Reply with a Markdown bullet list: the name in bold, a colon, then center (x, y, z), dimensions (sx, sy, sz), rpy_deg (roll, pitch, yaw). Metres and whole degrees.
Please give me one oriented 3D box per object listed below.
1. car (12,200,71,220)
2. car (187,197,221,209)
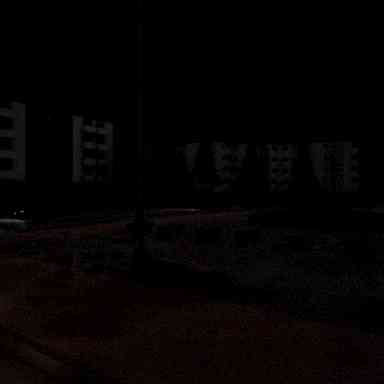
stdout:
- **car**: center (-12.943, 1.502, 28.879), dimensions (1.837, 1.490, 4.892), rpy_deg (0, 0, 34)
- **car**: center (1.599, 1.475, 44.634), dimensions (5.008, 1.535, 1.882), rpy_deg (0, 0, -33)
